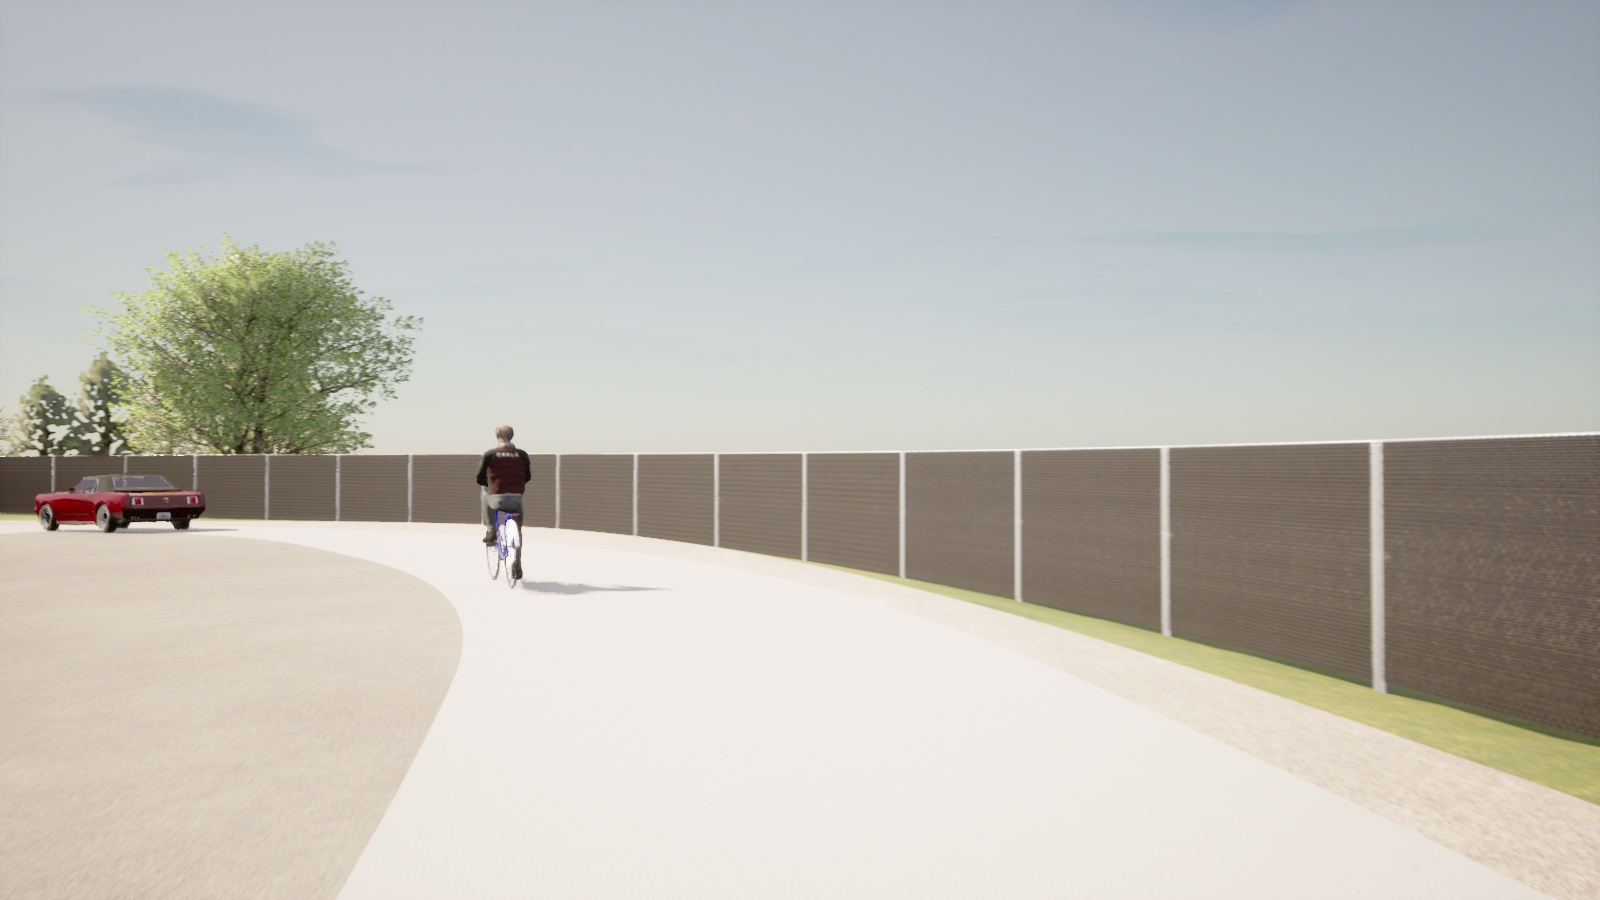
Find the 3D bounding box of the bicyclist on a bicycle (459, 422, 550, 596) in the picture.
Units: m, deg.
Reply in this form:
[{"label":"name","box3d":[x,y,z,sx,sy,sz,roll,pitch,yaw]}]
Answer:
[{"label":"bicyclist on a bicycle","box3d":[-3.271,0.606,13.783,0.659,1.776,1.843,0,0,-23]}]

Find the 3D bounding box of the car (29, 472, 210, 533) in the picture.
[{"label":"car","box3d":[-15.766,1.201,29.015,4.718,1.301,1.895,-2,-2,37]}]
